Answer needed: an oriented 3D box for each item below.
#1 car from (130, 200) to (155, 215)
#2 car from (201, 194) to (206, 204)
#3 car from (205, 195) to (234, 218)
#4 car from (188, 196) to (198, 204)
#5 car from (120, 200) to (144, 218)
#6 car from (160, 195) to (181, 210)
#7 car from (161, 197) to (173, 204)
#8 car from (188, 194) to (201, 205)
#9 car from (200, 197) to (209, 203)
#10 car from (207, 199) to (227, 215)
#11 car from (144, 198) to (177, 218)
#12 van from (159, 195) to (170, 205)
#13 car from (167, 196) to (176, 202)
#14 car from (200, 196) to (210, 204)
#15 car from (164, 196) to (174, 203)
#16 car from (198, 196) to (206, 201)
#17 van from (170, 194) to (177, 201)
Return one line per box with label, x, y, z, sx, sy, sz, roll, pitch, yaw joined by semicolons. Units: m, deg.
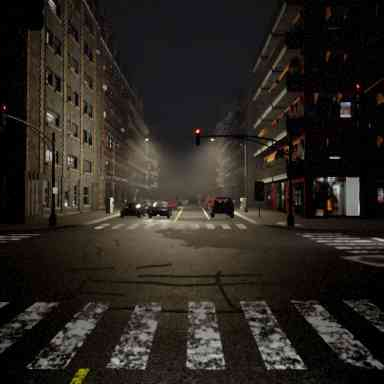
car;-5.230;1.581;35.631;1.947;1.339;4.313;1;0;0
car;2.664;1.336;41.225;2.192;1.841;5.009;1;0;0
car;2.644;1.327;30.101;2.192;1.841;5.009;1;0;0
car;0.207;1.601;70.286;1.882;1.535;5.008;0;0;0
car;-5.241;1.577;30.070;1.947;1.339;4.313;1;0;0
car;-2.766;1.498;41.440;1.882;1.535;5.008;0;0;0
car;-5.169;1.667;69.003;2.008;1.369;4.403;1;0;0
car;0.221;1.550;59.847;1.882;1.535;5.008;0;0;0
car;2.721;1.729;74.583;1.802;1.307;4.206;1;0;0
car;2.651;1.540;35.830;1.752;1.417;4.829;1;0;0
car;-2.790;1.559;30.279;2.033;1.411;5.357;0;0;0
van;-5.175;1.428;63.439;1.690;1.788;3.998;1;0;0
car;-5.137;1.764;85.693;2.008;1.369;4.403;1;0;0
car;2.712;1.557;69.023;1.967;1.590;4.097;1;0;0
car;-5.158;1.671;74.395;1.752;1.417;4.829;1;0;0
car;2.753;1.814;91.274;1.947;1.339;4.313;1;0;0
van;-5.123;1.589;91.259;1.690;1.788;3.998;1;0;0
